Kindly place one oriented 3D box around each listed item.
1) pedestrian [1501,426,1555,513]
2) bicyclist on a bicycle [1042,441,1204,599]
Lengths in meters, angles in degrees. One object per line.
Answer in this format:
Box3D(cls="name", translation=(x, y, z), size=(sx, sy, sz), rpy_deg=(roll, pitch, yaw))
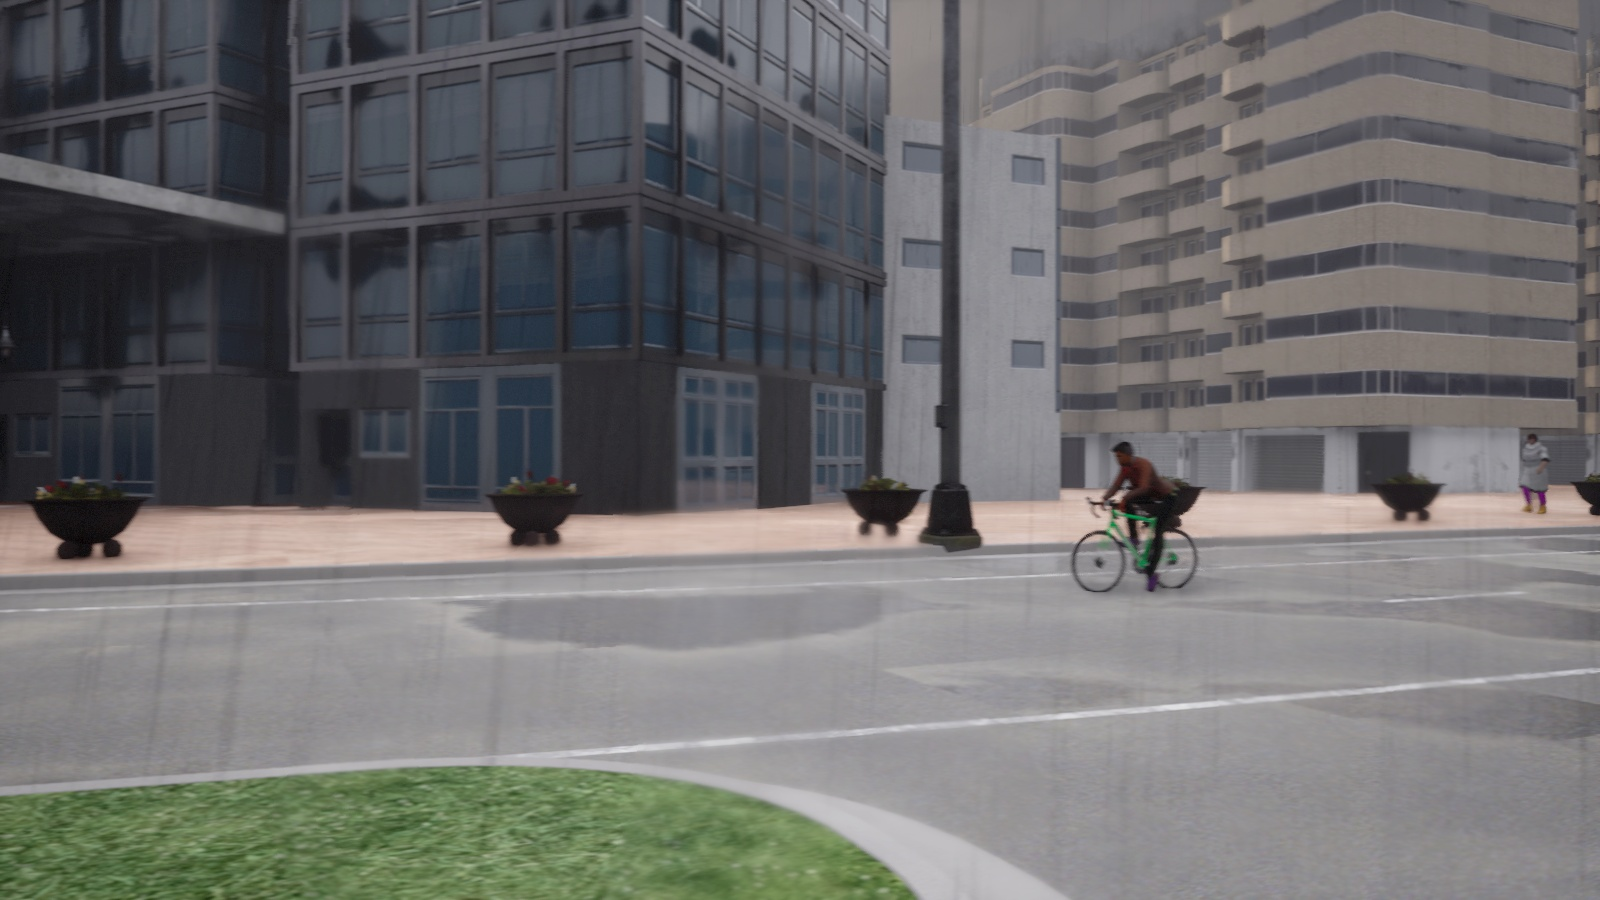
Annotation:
Box3D(cls="pedestrian", translation=(16.612, 0.446, 28.648), size=(0.873, 1.952, 0.659), rpy_deg=(0, 0, -22))
Box3D(cls="bicyclist on a bicycle", translation=(3.479, 0.717, 13.510), size=(1.656, 1.620, 0.582), rpy_deg=(0, 0, -22))
